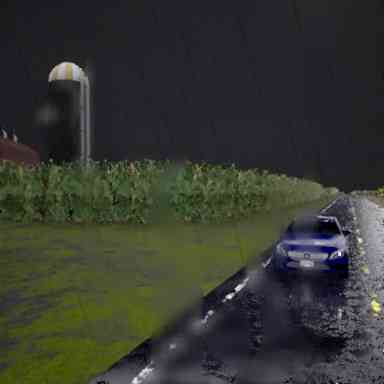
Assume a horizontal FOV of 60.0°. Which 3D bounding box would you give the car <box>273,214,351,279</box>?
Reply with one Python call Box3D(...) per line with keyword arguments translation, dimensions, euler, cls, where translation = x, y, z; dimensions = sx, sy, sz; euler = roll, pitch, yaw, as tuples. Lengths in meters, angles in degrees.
Box3D(translation=(3.750, 1.445, 10.099), dimensions=(1.812, 1.442, 4.674), euler=(-1, 0, 25), cls="car")
